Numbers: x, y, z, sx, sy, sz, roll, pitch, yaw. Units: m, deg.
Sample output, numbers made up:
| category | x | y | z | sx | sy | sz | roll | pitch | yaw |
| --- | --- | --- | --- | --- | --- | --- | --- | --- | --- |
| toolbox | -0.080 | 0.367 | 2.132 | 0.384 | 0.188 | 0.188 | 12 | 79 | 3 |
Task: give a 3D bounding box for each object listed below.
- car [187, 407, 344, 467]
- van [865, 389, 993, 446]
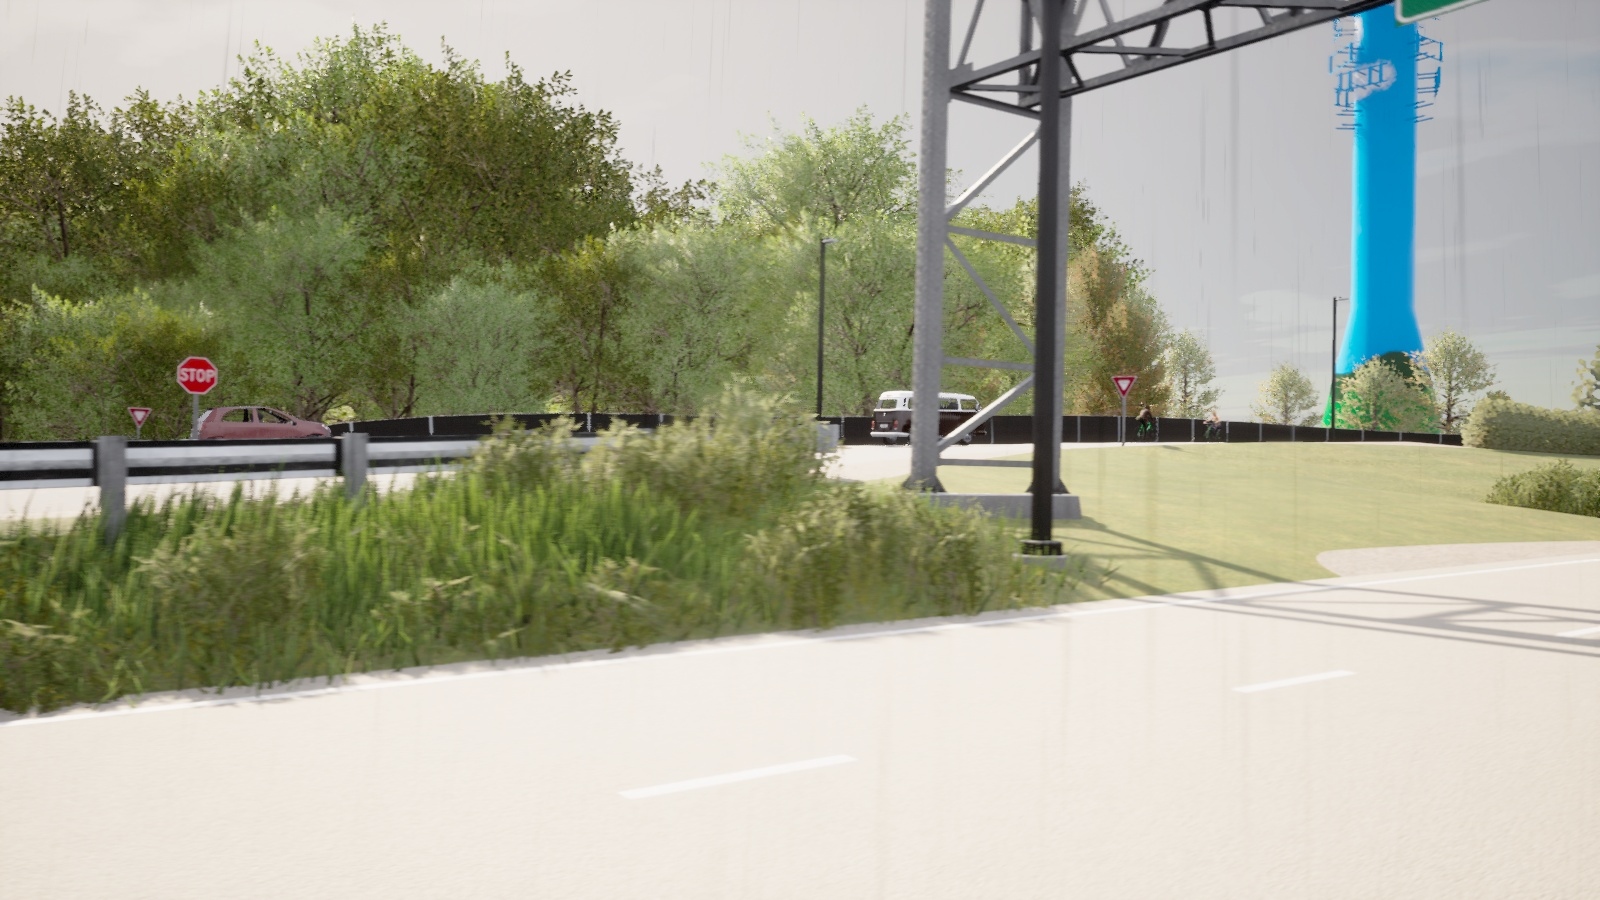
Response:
| category | x | y | z | sx | sy | sz | roll | pitch | yaw |
| --- | --- | --- | --- | --- | --- | --- | --- | --- | --- |
| car | -14.709 | -0.377 | 34.593 | 3.633 | 1.501 | 1.845 | -3 | 1 | -35 |
| van | 4.863 | -1.179 | 46.980 | 4.480 | 2.038 | 2.069 | -1 | 1 | -34 |
